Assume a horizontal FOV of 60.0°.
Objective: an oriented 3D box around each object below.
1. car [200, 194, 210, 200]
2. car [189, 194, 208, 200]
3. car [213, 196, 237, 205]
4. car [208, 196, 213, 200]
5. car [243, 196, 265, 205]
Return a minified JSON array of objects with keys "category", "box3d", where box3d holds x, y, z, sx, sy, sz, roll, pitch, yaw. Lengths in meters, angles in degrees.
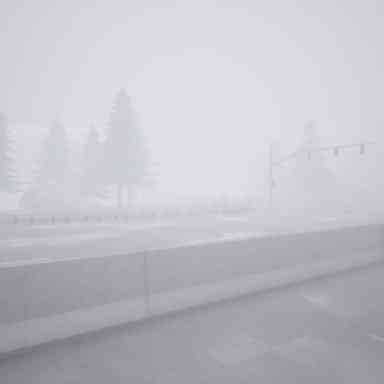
[{"category":"car","box3d":[3.422,1.424,87.891,1.837,1.490,4.892,0,0,-6]},{"category":"car","box3d":[1.605,1.477,75.111,2.033,1.411,5.357,0,0,-13]},{"category":"car","box3d":[6.289,1.442,60.108,2.128,1.511,4.902,0,0,-22]},{"category":"car","box3d":[5.771,1.535,72.570,1.895,1.301,4.718,0,0,-17]},{"category":"car","box3d":[10.784,1.457,58.382,1.837,1.490,4.892,0,0,-24]}]
